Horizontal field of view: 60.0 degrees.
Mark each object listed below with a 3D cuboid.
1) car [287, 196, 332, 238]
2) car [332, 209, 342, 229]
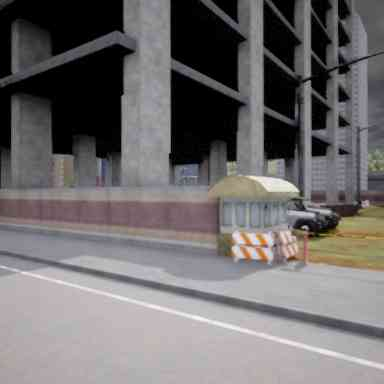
[{"bbox_3d":[4.613,1.186,16.646,3.866,1.878,1.905,0,0,36],"label":"car"},{"bbox_3d":[6.335,1.186,19.031,3.866,1.878,1.905,0,0,36],"label":"car"}]
